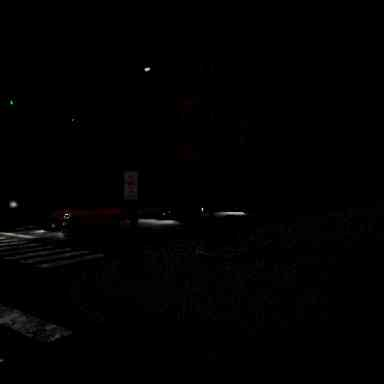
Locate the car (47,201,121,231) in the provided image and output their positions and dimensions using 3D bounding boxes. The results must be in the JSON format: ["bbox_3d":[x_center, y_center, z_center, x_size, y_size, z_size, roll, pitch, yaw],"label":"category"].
[{"bbox_3d":[-6.704,1.370,21.012,2.097,1.767,4.553,0,0,35],"label":"car"}]

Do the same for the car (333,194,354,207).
[{"bbox_3d":[24.099,1.347,52.878,2.150,2.045,5.566,0,0,35],"label":"car"}]

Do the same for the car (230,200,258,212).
[{"bbox_3d":[6.075,1.623,39.020,1.994,1.385,4.181,0,0,35],"label":"car"}]

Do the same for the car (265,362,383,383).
[{"bbox_3d":[2.194,1.551,1.277,4.403,1.369,2.008,0,0,36],"label":"car"}]

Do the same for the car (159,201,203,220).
[{"bbox_3d":[-0.883,1.540,29.221,1.837,1.490,4.892,0,0,35],"label":"car"}]
